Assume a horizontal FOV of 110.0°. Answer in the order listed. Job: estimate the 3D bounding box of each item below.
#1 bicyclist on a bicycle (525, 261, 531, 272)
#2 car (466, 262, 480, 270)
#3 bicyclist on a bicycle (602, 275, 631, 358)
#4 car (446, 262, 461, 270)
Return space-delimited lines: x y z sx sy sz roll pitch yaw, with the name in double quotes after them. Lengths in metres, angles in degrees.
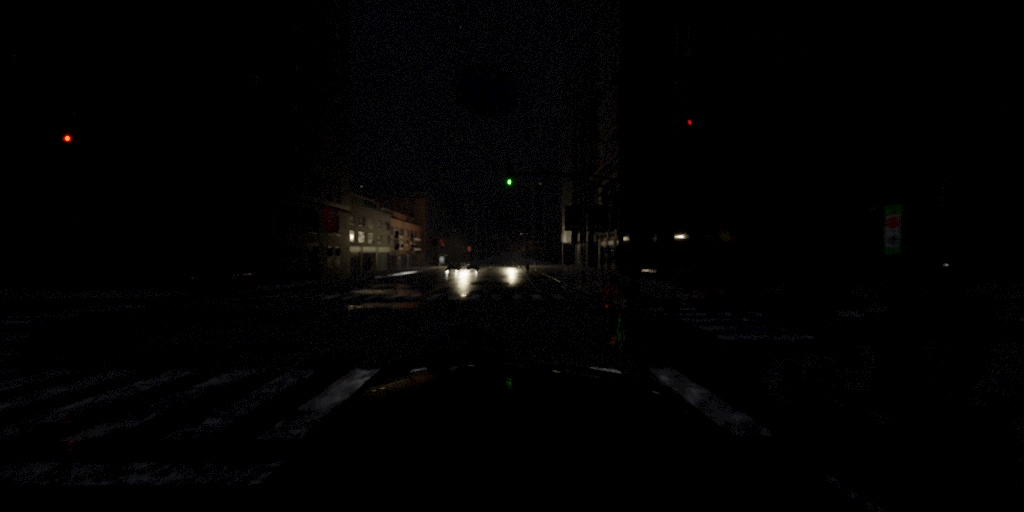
2.227 1.531 51.089 0.866 1.612 1.509 0 0 0 "bicyclist on a bicycle"
-6.551 1.679 60.706 1.812 1.442 4.674 0 0 0 "car"
2.246 1.248 7.734 0.582 1.620 1.656 0 -1 0 "bicyclist on a bicycle"
-9.801 1.677 60.704 1.812 1.442 4.674 0 0 0 "car"
